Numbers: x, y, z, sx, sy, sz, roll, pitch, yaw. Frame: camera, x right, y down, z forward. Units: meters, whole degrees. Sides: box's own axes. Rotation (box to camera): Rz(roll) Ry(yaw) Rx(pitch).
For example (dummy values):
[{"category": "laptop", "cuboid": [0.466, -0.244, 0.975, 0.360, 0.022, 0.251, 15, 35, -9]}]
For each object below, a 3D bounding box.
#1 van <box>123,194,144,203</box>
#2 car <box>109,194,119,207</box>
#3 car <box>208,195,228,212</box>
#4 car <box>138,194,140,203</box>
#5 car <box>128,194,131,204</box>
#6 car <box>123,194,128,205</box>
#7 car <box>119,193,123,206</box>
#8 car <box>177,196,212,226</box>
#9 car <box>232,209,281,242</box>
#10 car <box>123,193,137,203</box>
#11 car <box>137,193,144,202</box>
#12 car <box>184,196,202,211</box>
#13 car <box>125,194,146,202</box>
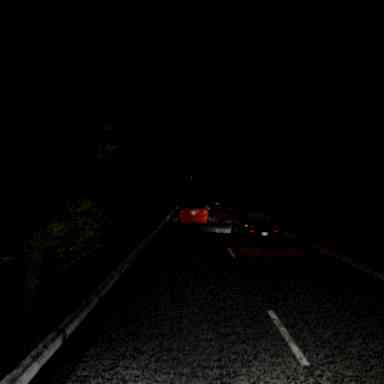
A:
[{"category": "van", "cuboid": [-13.583, 1.400, 76.999, 4.442, 1.987, 1.878, -1, -1, -19]}, {"category": "car", "cuboid": [-13.758, 1.384, 49.929, 4.553, 1.767, 2.185, -1, 0, -20]}, {"category": "car", "cuboid": [3.112, 1.499, 39.312, 2.128, 1.511, 4.902, 0, 0, 0]}, {"category": "car", "cuboid": [-13.753, 1.624, 67.929, 4.674, 1.452, 2.002, -1, 0, -20]}, {"category": "car", "cuboid": [-13.804, 1.571, 58.908, 4.792, 1.488, 2.163, -1, 0, -20]}, {"category": "car", "cuboid": [-13.789, 1.531, 55.924, 4.892, 1.521, 2.231, -1, 0, -20]}, {"category": "car", "cuboid": [-13.818, 1.394, 52.915, 4.553, 1.767, 2.185, -1, 0, -20]}, {"category": "car", "cuboid": [0.107, 1.395, 23.849, 2.097, 1.767, 4.553, 0, 0, 0]}, {"category": "car", "cuboid": [3.105, 1.585, 16.519, 1.812, 1.442, 4.674, 0, 0, 0]}, {"category": "car", "cuboid": [-13.804, 1.304, 61.913, 5.566, 2.045, 2.435, -1, 0, -20]}, {"category": "car", "cuboid": [-13.772, 1.347, 70.927, 5.566, 2.045, 2.435, -1, 0, -20]}, {"category": "car", "cuboid": [0.114, 1.360, 41.505, 2.097, 1.767, 4.553, 0, 0, 0]}, {"category": "car", "cuboid": [-13.608, 1.516, 79.976, 4.553, 1.767, 2.185, -1, 0, -19]}]
